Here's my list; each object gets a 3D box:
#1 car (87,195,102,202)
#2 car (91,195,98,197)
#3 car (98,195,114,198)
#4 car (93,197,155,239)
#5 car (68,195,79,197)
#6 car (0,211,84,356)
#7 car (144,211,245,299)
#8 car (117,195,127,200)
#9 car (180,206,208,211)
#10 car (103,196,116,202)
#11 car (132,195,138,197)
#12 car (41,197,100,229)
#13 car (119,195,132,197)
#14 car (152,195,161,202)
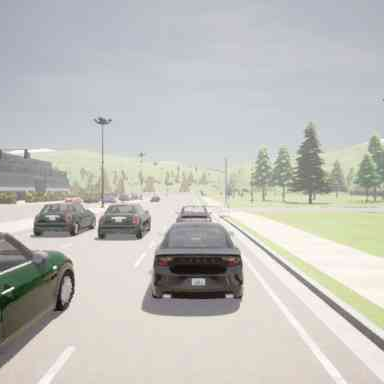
[{"bbox_3d":[-23.140,1.523,78.990,2.128,1.511,4.902,0,0,0],"label":"car"},{"bbox_3d":[-19.680,1.599,64.601,1.895,1.301,4.718,0,0,0],"label":"car"},{"bbox_3d":[-16.192,1.524,64.857,1.812,1.442,4.674,0,0,1],"label":"car"},{"bbox_3d":[-3.411,1.352,17.573,2.097,1.767,4.553,0,0,0],"label":"car"},{"bbox_3d":[-23.174,1.351,64.422,2.097,1.767,4.553,0,0,0],"label":"car"},{"bbox_3d":[-3.391,1.352,4.866,2.097,1.767,4.553,0,0,-1],"label":"car"},{"bbox_3d":[0.114,1.477,8.499,1.882,1.535,5.008,0,0,0],"label":"car"},{"bbox_3d":[-19.615,1.548,93.224,1.994,1.385,4.181,0,0,0],"label":"car"},{"bbox_3d":[0.100,1.491,17.917,2.128,1.511,4.902,0,0,0],"label":"car"},{"bbox_3d":[-19.640,1.551,79.124,1.994,1.385,4.181,0,0,0],"label":"car"},{"bbox_3d":[-16.114,1.547,93.462,1.994,1.385,4.181,0,0,0],"label":"car"},{"bbox_3d":[-6.915,1.352,18.553,2.097,1.767,4.553,0,0,0],"label":"car"},{"bbox_3d":[-16.140,1.498,79.144,1.837,1.490,4.892,0,0,0],"label":"car"},{"bbox_3d":[-8.145,1.523,75.427,2.128,1.511,4.902,0,0,0],"label":"car"}]
